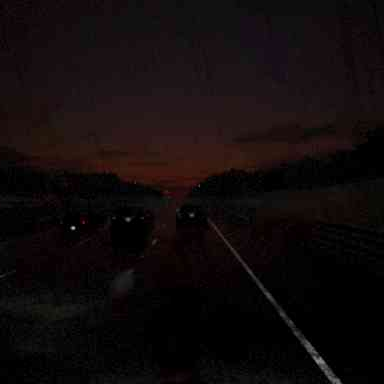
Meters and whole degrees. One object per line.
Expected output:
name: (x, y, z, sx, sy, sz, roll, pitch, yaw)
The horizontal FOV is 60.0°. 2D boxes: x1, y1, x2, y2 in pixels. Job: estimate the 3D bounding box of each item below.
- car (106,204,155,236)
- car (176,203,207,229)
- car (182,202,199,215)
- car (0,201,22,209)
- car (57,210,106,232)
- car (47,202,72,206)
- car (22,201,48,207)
car: (-3.502, 1.578, 20.289, 2.097, 1.767, 4.553, 0, -1, 0)
car: (-0.021, 1.618, 24.043, 2.097, 1.767, 4.553, 0, -1, 0)
car: (-0.243, 2.034, 41.823, 2.033, 1.411, 5.357, 0, -1, -1)
car: (-24.975, 2.054, 46.783, 1.882, 1.535, 5.008, 0, -1, -2)
car: (-7.010, 1.848, 21.790, 1.895, 1.301, 4.718, 0, -1, 0)
car: (-17.978, 2.138, 47.007, 2.033, 1.411, 5.357, 0, -1, -2)
car: (-21.475, 2.049, 46.844, 1.882, 1.535, 5.008, 0, -1, -2)
